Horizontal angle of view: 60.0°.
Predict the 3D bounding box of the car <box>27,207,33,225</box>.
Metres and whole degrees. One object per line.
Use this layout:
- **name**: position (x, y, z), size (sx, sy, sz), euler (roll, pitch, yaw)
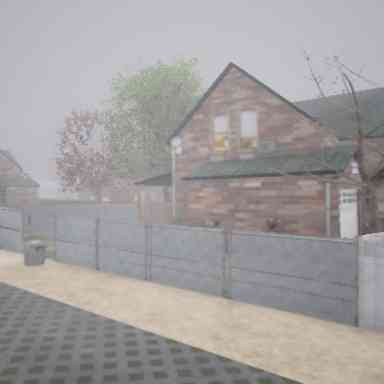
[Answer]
- **car**: position (-10.878, 1.633, 21.495), size (1.812, 1.442, 4.674), euler (-1, -2, 35)
